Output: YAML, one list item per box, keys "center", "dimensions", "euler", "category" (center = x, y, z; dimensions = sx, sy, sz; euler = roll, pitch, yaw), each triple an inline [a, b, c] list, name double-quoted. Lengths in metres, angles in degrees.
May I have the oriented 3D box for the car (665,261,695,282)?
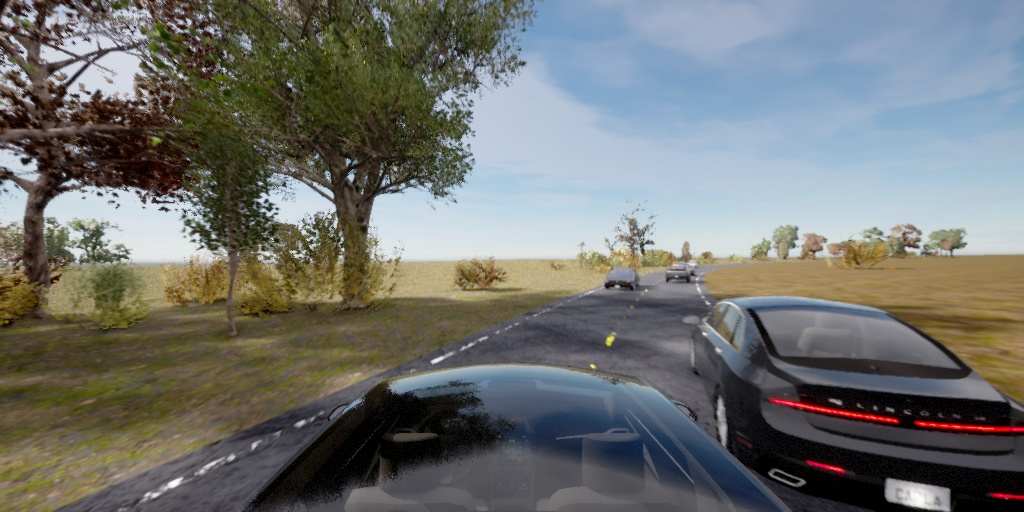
- center: [14.349, 1.460, 30.940]
  dimensions: [2.128, 1.511, 4.902]
  euler: [-1, -1, 28]
  category: "car"

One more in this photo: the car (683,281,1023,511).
- center: [3.406, 1.259, 4.491]
  dimensions: [1.837, 1.490, 4.892]
  euler: [-1, -1, 21]
  category: "car"

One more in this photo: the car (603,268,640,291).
- center: [7.627, 1.504, 24.524]
  dimensions: [2.033, 1.411, 5.357]
  euler: [-1, -1, 26]
  category: "car"

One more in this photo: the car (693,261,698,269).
- center: [19.954, 1.601, 41.439]
  dimensions: [1.994, 1.385, 4.181]
  euler: [-1, -1, 30]
  category: "car"
